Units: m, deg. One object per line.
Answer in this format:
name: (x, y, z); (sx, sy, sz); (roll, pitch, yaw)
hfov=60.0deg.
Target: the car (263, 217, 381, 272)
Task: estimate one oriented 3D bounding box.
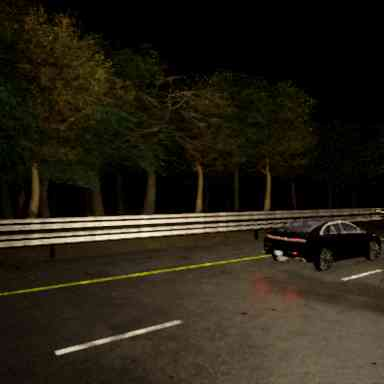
car: (4.543, 1.617, 11.288); (4.902, 1.511, 2.128); (1, 0, -36)
